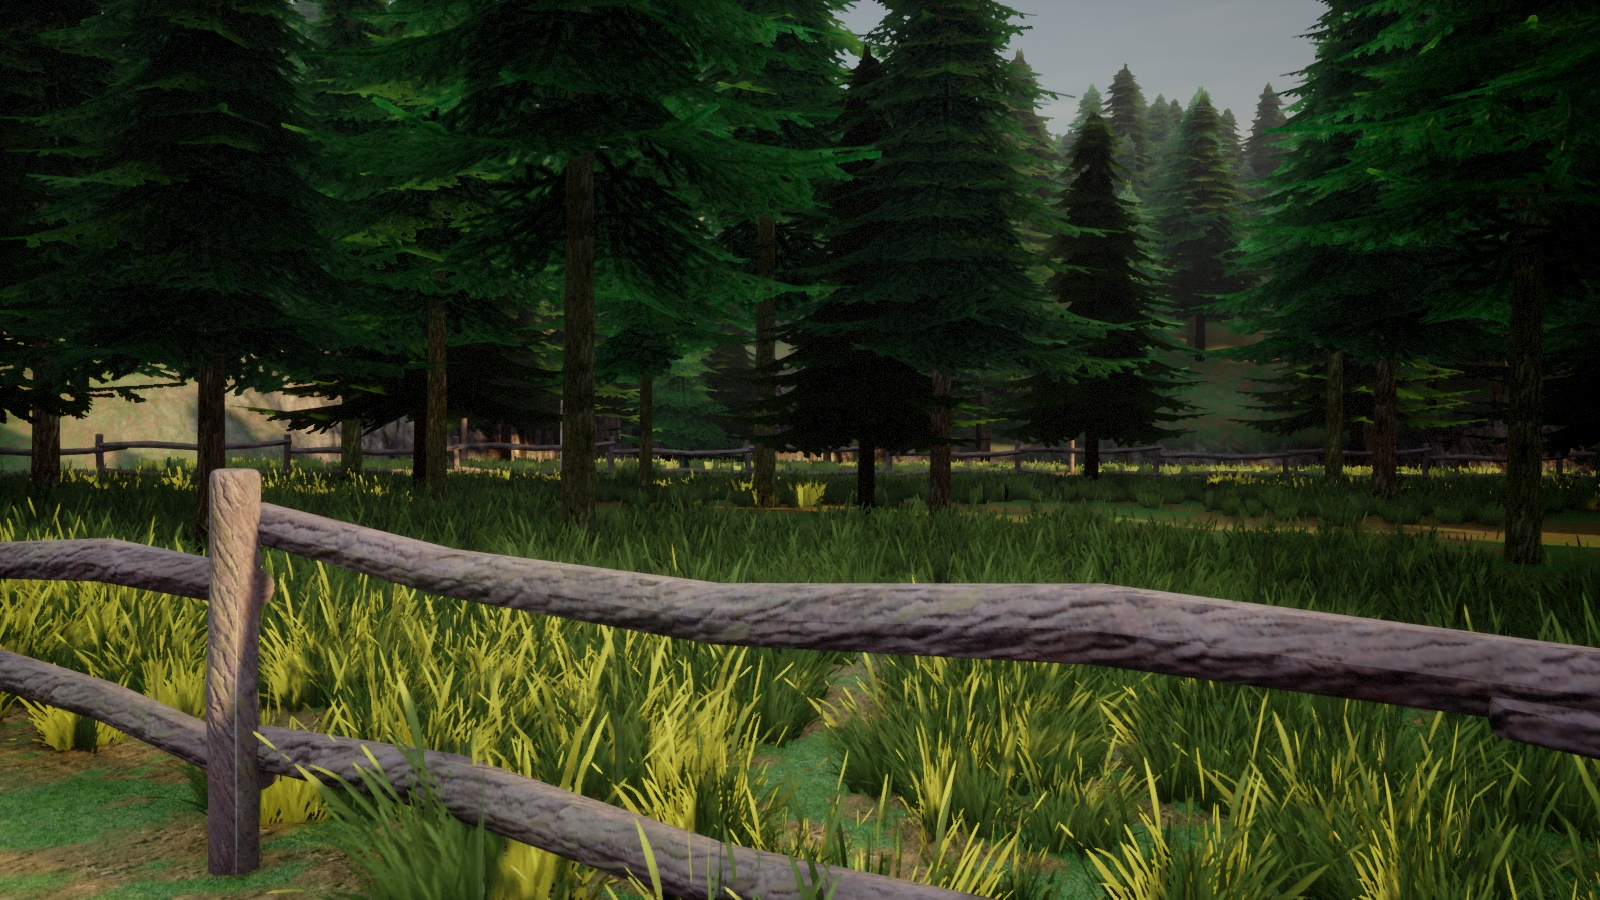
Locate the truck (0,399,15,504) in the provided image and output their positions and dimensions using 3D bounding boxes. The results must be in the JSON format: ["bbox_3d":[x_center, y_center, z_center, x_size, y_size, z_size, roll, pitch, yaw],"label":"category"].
[{"bbox_3d":[-21.226,0.075,28.430,2.627,2.467,5.204,0,1,35],"label":"truck"}]
